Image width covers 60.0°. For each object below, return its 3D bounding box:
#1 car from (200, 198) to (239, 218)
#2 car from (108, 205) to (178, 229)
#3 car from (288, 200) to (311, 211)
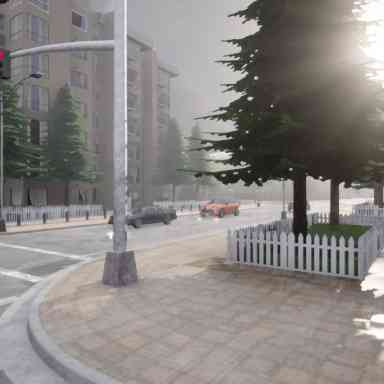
[{"bbox_3d":[2.596,1.373,31.017,2.097,1.767,4.553,0,0,34],"label":"car"},{"bbox_3d":[-3.126,1.568,22.477,2.033,1.411,5.357,0,0,34],"label":"car"},{"bbox_3d":[12.846,1.546,39.887,1.812,1.442,4.674,0,0,32],"label":"car"}]
